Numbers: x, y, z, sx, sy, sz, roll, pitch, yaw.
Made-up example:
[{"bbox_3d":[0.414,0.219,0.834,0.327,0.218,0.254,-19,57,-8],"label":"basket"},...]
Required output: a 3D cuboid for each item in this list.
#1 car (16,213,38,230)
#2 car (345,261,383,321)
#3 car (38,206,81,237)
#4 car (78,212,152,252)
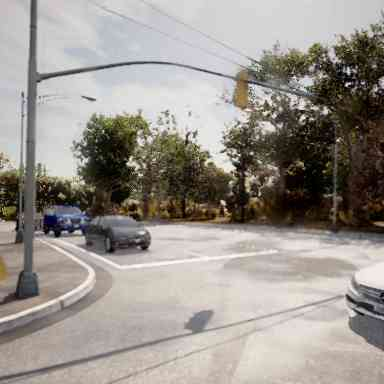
[{"bbox_3d":[-15.348,2.813,31.994,2.097,1.767,4.553,1,-5,-40],"label":"car"},{"bbox_3d":[5.030,1.639,6.479,4.674,1.442,1.812,1,-1,-31],"label":"car"},{"bbox_3d":[-9.156,2.044,23.963,2.150,2.045,5.566,1,-4,-36],"label":"car"},{"bbox_3d":[-3.613,1.867,15.731,1.837,1.490,4.892,1,-3,-34],"label":"car"}]
